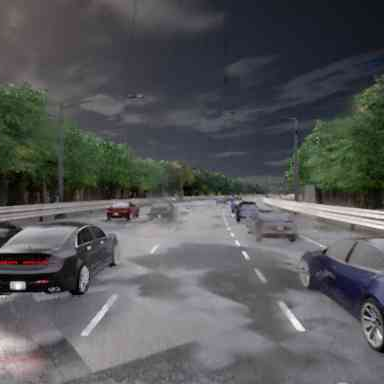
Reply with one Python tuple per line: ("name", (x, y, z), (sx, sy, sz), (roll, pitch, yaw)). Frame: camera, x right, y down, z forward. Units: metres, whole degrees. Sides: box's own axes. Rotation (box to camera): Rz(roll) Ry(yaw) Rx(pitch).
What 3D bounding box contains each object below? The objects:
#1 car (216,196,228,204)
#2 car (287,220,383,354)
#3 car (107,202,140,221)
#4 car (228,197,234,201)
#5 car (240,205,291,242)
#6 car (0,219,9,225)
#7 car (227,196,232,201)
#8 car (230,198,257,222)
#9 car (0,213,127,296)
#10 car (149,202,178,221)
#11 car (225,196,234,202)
("car", (6.091, 1.762, 69.537), (2.033, 1.411, 5.357), (0, 0, 11))
("car", (3.555, 1.532, 6.171), (2.163, 1.488, 4.792), (0, 0, 1))
("car", (-5.803, 1.587, 28.639), (1.882, 1.535, 5.008), (0, 0, 4))
("car", (5.397, 1.638, 38.105), (1.882, 1.535, 5.008), (0, 0, 6))
("car", (3.886, 1.616, 16.810), (2.033, 1.411, 5.357), (0, 0, 3))
("car", (-6.716, 1.559, 10.665), (1.812, 1.442, 4.674), (0, 0, 1))
("car", (6.576, 1.642, 48.714), (2.033, 1.649, 4.856), (0, 0, 7))
("car", (4.500, 1.543, 27.468), (2.033, 1.649, 4.856), (0, 0, 4))
("car", (-3.250, 1.535, 8.738), (1.837, 1.490, 4.892), (0, 0, 1))
("car", (-2.337, 1.614, 28.030), (1.837, 1.490, 4.892), (0, 0, 4))
("car", (10.218, 1.801, 90.206), (1.812, 1.442, 4.674), (0, 0, 13))
